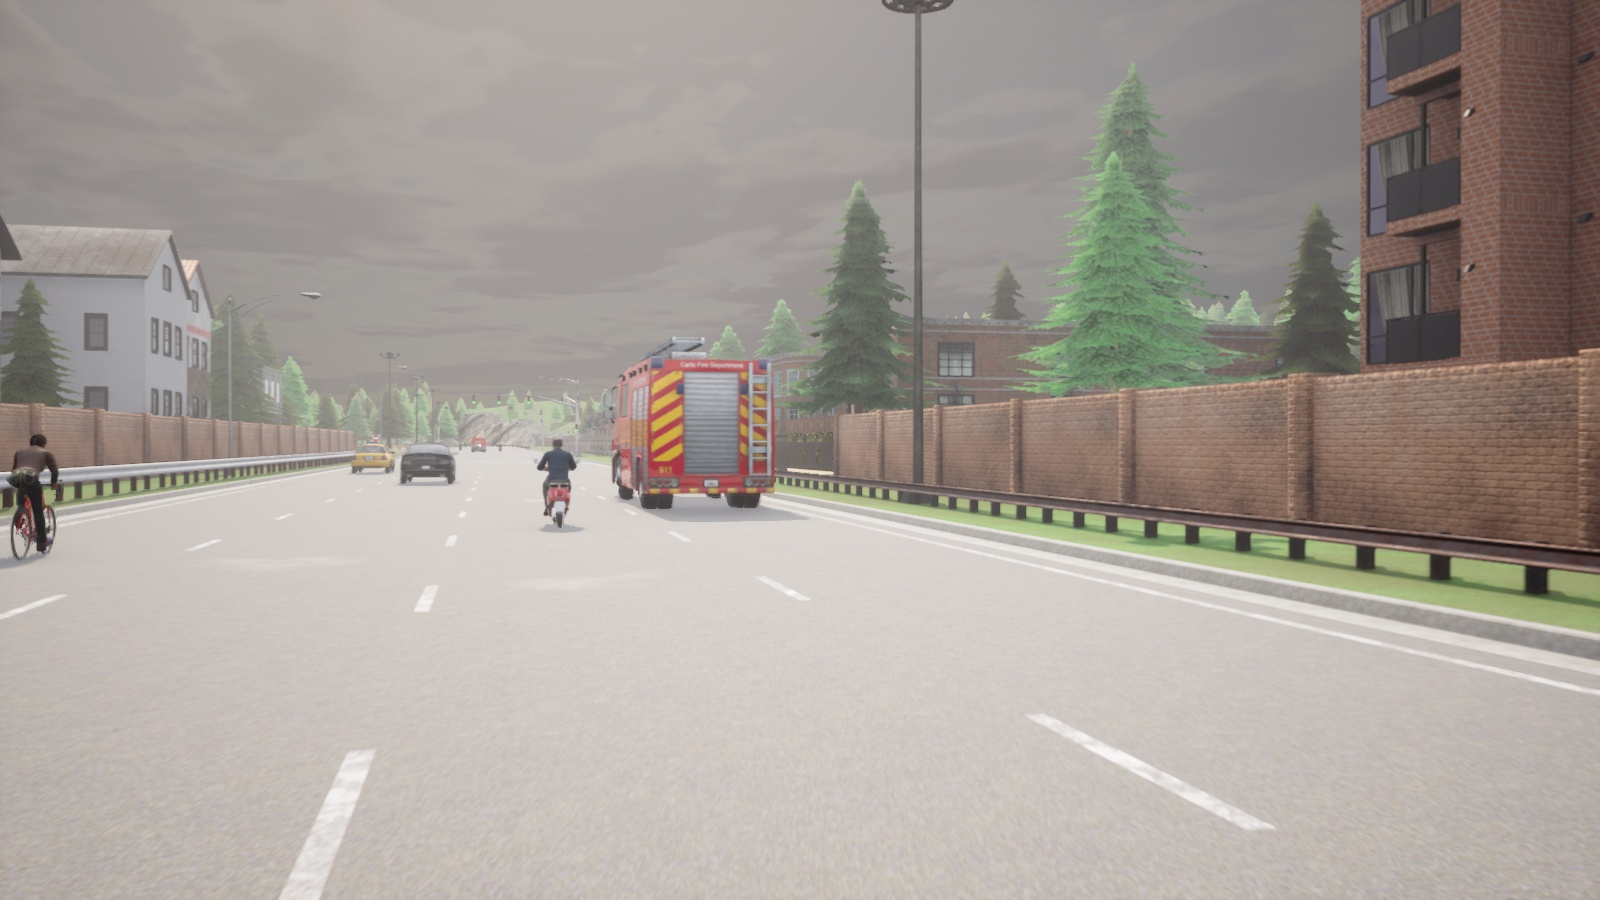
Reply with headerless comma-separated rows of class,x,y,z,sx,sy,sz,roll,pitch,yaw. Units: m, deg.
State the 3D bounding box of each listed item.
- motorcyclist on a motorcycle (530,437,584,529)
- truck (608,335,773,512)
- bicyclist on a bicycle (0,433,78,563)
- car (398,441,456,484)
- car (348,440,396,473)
motorcyclist on a motorcycle,-4.419,0.568,22.765,0.866,1.590,1.817,0,0,-14
truck,-3.000,-0.600,31.702,2.891,3.827,8.468,0,0,-14
bicyclist on a bicycle,-10.085,0.598,16.515,0.582,1.620,1.656,0,0,-14
car,-14.161,0.442,47.884,1.882,1.535,5.008,0,0,-14
car,-21.564,0.310,63.443,1.801,1.575,5.366,0,0,-14
